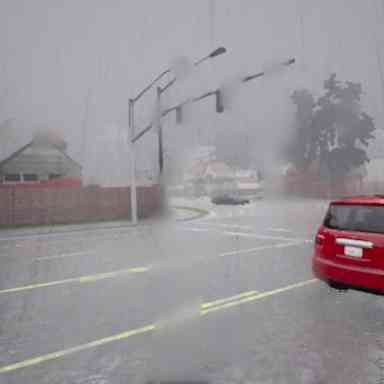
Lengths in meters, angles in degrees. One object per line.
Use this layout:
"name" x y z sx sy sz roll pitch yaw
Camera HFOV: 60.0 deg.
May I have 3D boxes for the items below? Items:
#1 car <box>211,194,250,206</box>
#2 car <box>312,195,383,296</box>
"car" 4.566 0.948 40.488 2.033 1.411 5.357 -2 1 -37
"car" 4.980 1.070 7.335 5.566 2.045 2.150 -2 1 -36
